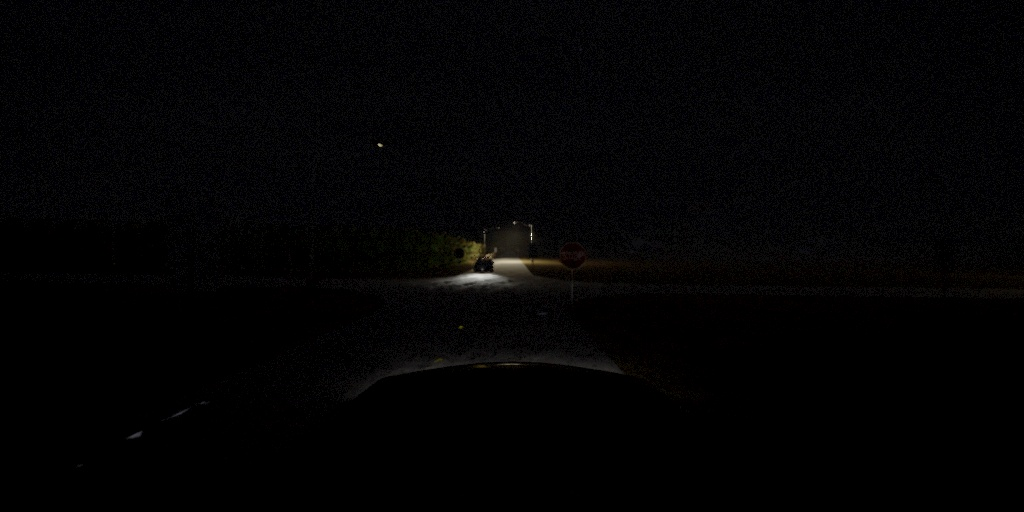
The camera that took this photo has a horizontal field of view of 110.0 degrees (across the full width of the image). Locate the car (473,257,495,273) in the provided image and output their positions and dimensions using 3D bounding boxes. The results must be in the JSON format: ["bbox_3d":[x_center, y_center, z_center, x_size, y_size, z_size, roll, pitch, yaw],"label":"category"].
[{"bbox_3d":[-2.746,0.914,35.817,2.128,1.511,4.902,0,2,0],"label":"car"}]
